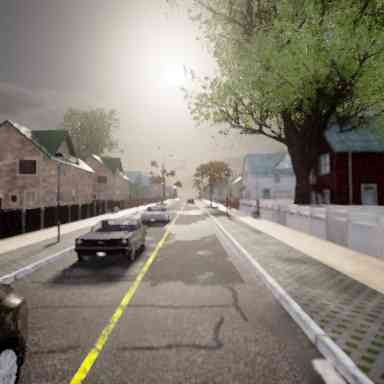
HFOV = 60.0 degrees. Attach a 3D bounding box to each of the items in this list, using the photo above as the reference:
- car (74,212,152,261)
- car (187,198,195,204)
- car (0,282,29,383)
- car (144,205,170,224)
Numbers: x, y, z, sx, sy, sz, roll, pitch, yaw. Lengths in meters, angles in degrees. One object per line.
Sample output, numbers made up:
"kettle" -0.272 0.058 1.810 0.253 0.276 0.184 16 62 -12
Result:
"car" -2.884 1.678 12.754 1.895 1.301 4.718 0 0 0
"car" -0.280 2.053 77.858 2.033 1.411 5.357 0 0 0
"car" -2.850 1.525 2.068 1.837 1.490 4.892 0 -1 0
"car" -2.864 1.758 26.449 1.895 1.301 4.718 0 0 0
